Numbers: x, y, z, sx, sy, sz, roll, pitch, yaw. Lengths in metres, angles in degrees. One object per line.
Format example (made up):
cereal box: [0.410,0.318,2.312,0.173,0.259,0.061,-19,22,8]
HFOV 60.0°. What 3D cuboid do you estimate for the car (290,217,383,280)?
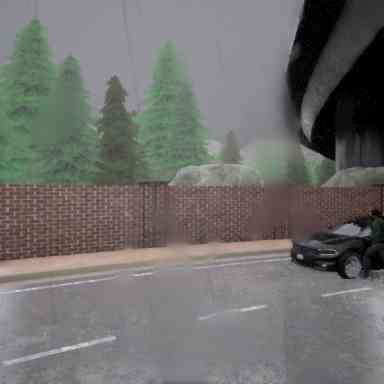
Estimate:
car: [5.310,1.477,9.802,5.008,1.535,1.882,0,0,-18]

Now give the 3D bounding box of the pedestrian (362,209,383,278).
pedestrian: [4.496,1.294,8.099,0.375,1.860,0.375,0,0,-21]
